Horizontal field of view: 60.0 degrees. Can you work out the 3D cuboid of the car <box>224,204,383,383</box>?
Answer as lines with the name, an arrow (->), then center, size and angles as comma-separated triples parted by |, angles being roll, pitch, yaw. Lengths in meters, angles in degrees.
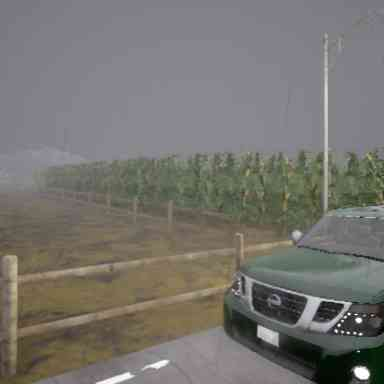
car -> 3.092, 1.238, 5.234 | 5.566, 2.045, 2.150 | 1, 0, -35
